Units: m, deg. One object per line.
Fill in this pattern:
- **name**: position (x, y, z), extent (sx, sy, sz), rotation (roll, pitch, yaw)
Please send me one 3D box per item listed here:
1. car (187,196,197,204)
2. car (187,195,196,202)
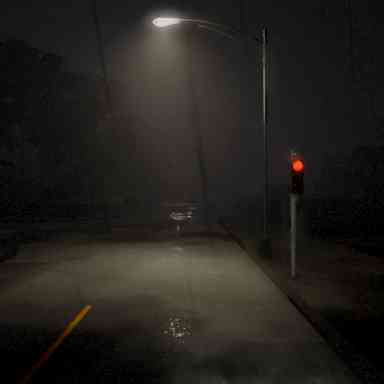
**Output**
- **car**: position (0.048, 1.506, 66.318), extent (1.837, 1.490, 4.892), rotation (0, 0, 0)
- **car**: position (-0.061, 1.540, 78.015), extent (2.033, 1.411, 5.357), rotation (0, 0, 0)
